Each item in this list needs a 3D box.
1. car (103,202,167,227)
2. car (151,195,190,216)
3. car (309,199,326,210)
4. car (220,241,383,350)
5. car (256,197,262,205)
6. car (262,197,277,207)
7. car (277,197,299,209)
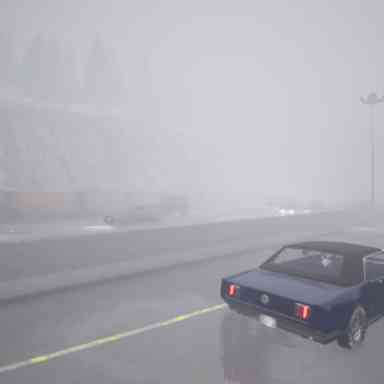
[{"bbox_3d":[-4.231,1.643,23.952,1.994,1.385,4.181,0,0,43],"label":"car"},{"bbox_3d":[-2.414,1.309,31.327,2.150,2.045,5.566,0,0,37],"label":"car"},{"bbox_3d":[16.356,1.635,43.423,1.895,1.301,4.718,0,0,25],"label":"car"},{"bbox_3d":[2.819,1.605,6.307,4.718,1.301,1.895,0,0,-40],"label":"car"},{"bbox_3d":[13.466,1.618,62.263,1.812,1.442,4.674,0,0,25],"label":"car"},{"bbox_3d":[13.060,1.550,53.028,1.882,1.535,5.008,0,0,25],"label":"car"},{"bbox_3d":[13.456,1.543,45.496,2.128,1.511,4.902,0,0,25],"label":"car"}]
